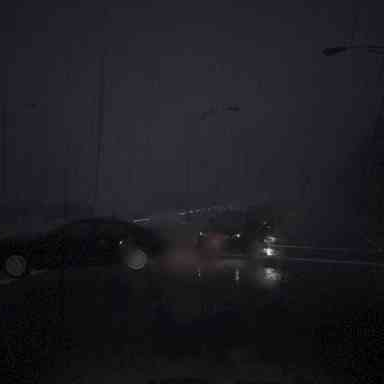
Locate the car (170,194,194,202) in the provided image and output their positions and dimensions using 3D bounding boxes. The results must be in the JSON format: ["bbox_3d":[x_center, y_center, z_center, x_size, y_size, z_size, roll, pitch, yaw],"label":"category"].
[{"bbox_3d":[-2.104,1.257,68.690,4.514,1.523,2.007,0,0,18],"label":"car"}]

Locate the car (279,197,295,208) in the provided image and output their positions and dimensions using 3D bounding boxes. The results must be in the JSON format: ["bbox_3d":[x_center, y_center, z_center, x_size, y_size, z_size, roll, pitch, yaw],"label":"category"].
[{"bbox_3d":[14.156,1.468,49.514,2.128,1.511,4.902,0,0,19],"label":"car"}]

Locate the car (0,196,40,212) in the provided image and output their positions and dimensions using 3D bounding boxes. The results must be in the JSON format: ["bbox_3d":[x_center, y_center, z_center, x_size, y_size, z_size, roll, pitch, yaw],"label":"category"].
[{"bbox_3d":[-15.115,1.355,29.404,3.806,1.475,1.970,0,0,18],"label":"car"}]

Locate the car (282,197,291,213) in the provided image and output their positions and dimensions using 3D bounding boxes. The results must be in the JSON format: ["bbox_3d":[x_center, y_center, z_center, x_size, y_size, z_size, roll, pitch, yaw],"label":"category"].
[{"bbox_3d":[7.747,1.487,30.515,1.837,1.490,4.892,0,0,19],"label":"car"}]

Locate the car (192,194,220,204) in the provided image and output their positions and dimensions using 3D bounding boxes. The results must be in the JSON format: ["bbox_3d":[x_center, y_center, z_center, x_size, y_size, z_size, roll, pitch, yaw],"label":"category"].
[{"bbox_3d":[1.660,1.125,56.782,5.027,1.636,2.152,0,0,18],"label":"car"}]

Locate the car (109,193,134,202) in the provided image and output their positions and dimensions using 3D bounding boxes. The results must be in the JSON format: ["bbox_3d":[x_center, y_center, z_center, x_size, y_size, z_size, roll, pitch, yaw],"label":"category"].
[{"bbox_3d":[-13.809,1.045,65.312,4.605,1.855,1.932,0,0,18],"label":"car"}]

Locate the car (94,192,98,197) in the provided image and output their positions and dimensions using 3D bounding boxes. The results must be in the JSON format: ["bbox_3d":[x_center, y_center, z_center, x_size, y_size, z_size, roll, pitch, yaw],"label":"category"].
[{"bbox_3d":[-21.855,1.297,67.986,3.806,1.475,1.970,0,0,18],"label":"car"}]

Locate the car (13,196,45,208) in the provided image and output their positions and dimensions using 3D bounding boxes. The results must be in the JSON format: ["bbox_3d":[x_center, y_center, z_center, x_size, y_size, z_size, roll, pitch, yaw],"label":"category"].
[{"bbox_3d":[-21.698,1.273,44.281,3.633,1.501,1.845,0,0,18],"label":"car"}]

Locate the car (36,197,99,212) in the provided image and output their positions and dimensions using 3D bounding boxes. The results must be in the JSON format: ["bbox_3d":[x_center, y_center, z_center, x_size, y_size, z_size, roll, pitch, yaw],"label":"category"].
[{"bbox_3d":[-9.036,1.355,24.209,3.633,1.501,1.845,0,0,18],"label":"car"}]

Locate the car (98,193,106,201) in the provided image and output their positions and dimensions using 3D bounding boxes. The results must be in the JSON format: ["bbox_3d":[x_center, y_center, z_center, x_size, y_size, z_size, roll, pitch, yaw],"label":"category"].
[{"bbox_3d":[-20.214,1.013,70.941,3.866,1.878,1.905,0,0,18],"label":"car"}]

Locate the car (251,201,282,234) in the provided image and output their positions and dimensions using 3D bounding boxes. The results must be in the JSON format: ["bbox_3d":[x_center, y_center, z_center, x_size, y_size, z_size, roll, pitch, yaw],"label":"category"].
[{"bbox_3d":[3.960,1.490,19.305,1.837,1.490,4.892,0,0,19],"label":"car"}]

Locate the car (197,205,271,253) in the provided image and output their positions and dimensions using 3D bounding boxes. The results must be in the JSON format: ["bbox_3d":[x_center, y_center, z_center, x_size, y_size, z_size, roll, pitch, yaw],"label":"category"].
[{"bbox_3d":[1.813,1.514,13.896,1.812,1.442,4.674,0,0,24],"label":"car"}]

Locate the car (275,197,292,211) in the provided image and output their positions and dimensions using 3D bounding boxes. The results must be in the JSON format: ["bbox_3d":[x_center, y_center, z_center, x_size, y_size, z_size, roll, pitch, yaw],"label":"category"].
[{"bbox_3d":[11.658,1.483,42.110,1.837,1.490,4.892,0,0,19],"label":"car"}]

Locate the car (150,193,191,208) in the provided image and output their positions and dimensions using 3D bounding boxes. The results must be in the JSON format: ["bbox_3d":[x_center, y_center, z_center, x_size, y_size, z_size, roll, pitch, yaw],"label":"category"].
[{"bbox_3d":[-2.967,1.074,41.774,4.605,1.855,1.932,0,0,18],"label":"car"}]

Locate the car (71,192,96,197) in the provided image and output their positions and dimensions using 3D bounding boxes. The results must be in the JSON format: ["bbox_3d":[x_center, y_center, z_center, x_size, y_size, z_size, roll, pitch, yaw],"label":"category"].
[{"bbox_3d":[-18.464,1.248,53.736,4.514,1.523,2.007,0,0,18],"label":"car"}]

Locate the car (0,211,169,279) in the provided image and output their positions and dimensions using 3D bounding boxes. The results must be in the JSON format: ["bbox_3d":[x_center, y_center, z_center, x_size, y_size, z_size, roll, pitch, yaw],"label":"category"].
[{"bbox_3d":[-3.185,1.475,9.879,5.008,1.535,1.882,0,0,-16],"label":"car"}]

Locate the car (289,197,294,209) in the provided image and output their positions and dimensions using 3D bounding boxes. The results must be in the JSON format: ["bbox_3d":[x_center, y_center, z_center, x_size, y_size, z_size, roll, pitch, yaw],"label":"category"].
[{"bbox_3d":[9.786,1.544,36.553,1.994,1.385,4.181,0,0,19],"label":"car"}]

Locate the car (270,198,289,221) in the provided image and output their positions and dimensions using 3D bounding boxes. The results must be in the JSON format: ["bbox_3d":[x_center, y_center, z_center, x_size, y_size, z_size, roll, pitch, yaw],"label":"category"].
[{"bbox_3d":[5.870,1.475,24.951,2.128,1.511,4.902,0,0,19],"label":"car"}]
